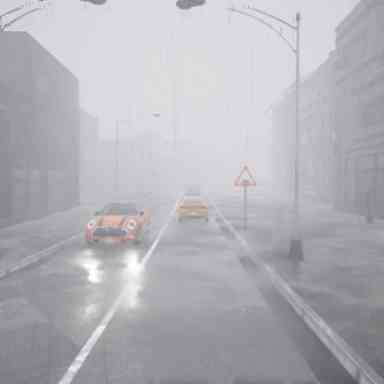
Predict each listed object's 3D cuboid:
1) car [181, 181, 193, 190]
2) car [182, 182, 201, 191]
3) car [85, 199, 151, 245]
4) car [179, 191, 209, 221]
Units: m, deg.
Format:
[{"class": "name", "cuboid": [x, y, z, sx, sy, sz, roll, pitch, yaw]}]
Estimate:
[{"class": "car", "cuboid": [-0.206, -1.114, 58.260, 1.812, 1.442, 4.674, 1, 2, 30]}, {"class": "car", "cuboid": [0.137, -0.150, 42.413, 1.994, 1.385, 4.181, 0, 4, 1]}, {"class": "car", "cuboid": [-3.097, 1.192, 14.710, 2.097, 1.767, 4.553, 0, 2, 0]}, {"class": "car", "cuboid": [0.104, 1.015, 22.666, 1.882, 1.535, 5.008, 0, 3, 0]}]
